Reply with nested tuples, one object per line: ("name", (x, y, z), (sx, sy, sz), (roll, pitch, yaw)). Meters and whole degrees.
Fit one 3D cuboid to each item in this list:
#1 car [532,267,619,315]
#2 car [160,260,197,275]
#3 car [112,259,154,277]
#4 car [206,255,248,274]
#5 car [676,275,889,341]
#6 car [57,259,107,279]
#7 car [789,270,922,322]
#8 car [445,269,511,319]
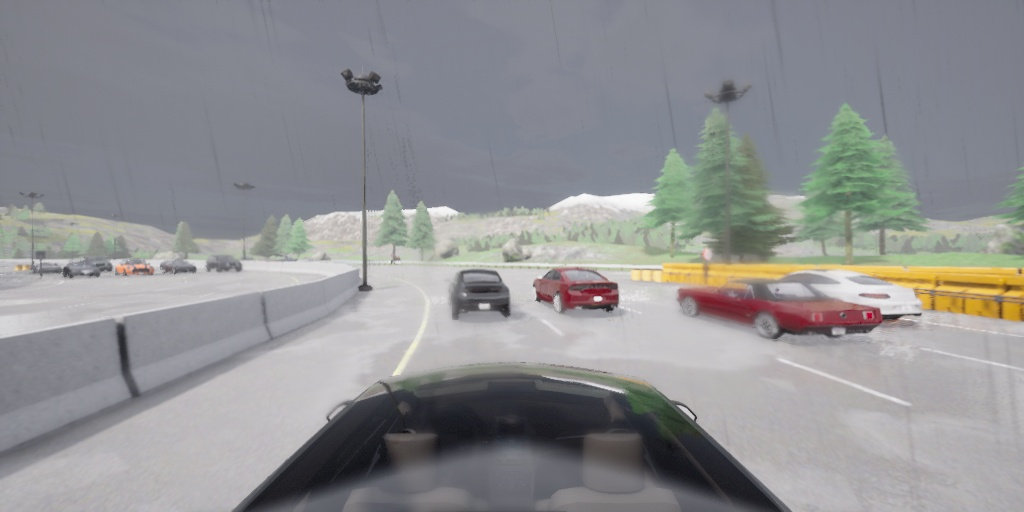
("car", (2.140, 1.143, 13.401), (1.882, 1.535, 5.008), (0, 0, -12))
("car", (-36.904, 1.236, 39.829), (5.008, 1.535, 1.882), (-1, 0, 32))
("car", (-38.796, 1.147, 36.884), (4.553, 1.767, 2.097), (0, 1, 32))
("car", (-33.695, 0.936, 41.956), (5.566, 2.045, 2.150), (0, 1, 33))
("car", (6.518, 1.264, 9.640), (1.895, 1.301, 4.718), (0, 0, -7))
("car", (-40.919, 1.327, 34.095), (4.902, 1.511, 2.128), (0, 0, 32))
("car", (9.760, 1.153, 11.436), (1.812, 1.442, 4.674), (0, 0, -8))
("car", (-1.276, 1.201, 12.704), (1.837, 1.490, 4.892), (0, 0, -12))
